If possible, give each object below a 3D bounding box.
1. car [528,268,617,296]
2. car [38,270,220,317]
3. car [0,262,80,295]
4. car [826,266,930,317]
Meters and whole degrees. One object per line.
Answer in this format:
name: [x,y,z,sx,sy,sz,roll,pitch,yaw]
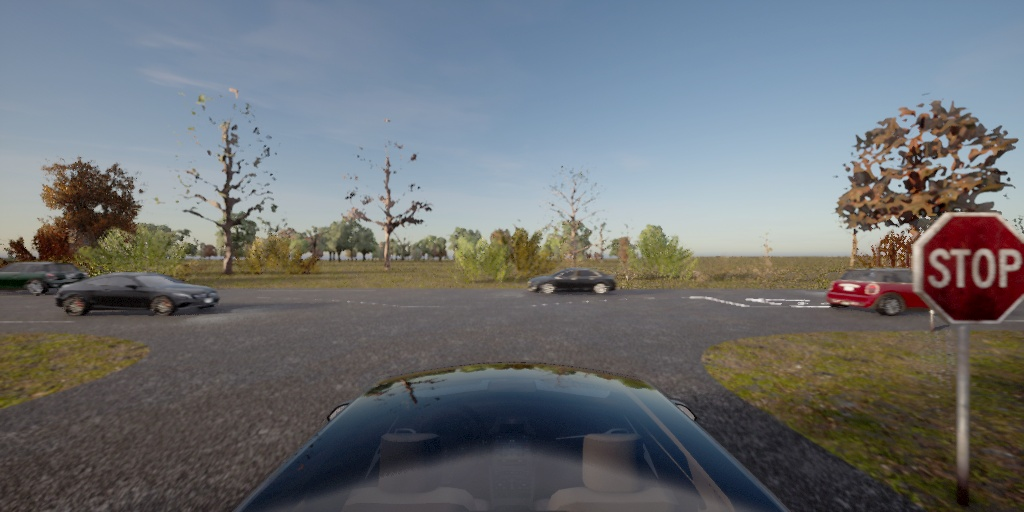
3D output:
car: [3.369,1.449,20.188,4.892,1.490,1.837,0,0,-1]
car: [-13.210,1.321,12.780,4.674,1.442,1.812,0,0,-2]
car: [-26.113,1.125,19.412,4.553,1.767,2.097,0,0,-2]
car: [14.725,1.245,13.484,4.553,1.767,2.097,0,0,-2]
